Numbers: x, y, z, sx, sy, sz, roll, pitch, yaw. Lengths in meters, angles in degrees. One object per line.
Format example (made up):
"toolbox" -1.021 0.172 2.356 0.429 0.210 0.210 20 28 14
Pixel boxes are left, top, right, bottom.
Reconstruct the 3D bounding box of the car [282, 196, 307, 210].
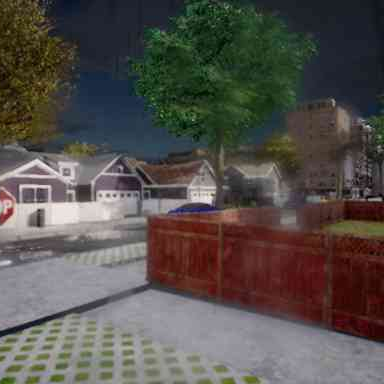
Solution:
"car" 13.436 1.416 43.407 2.097 1.767 4.553 0 0 36

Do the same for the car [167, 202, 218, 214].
"car" 0.095 1.517 24.963 1.882 1.535 5.008 0 0 36
